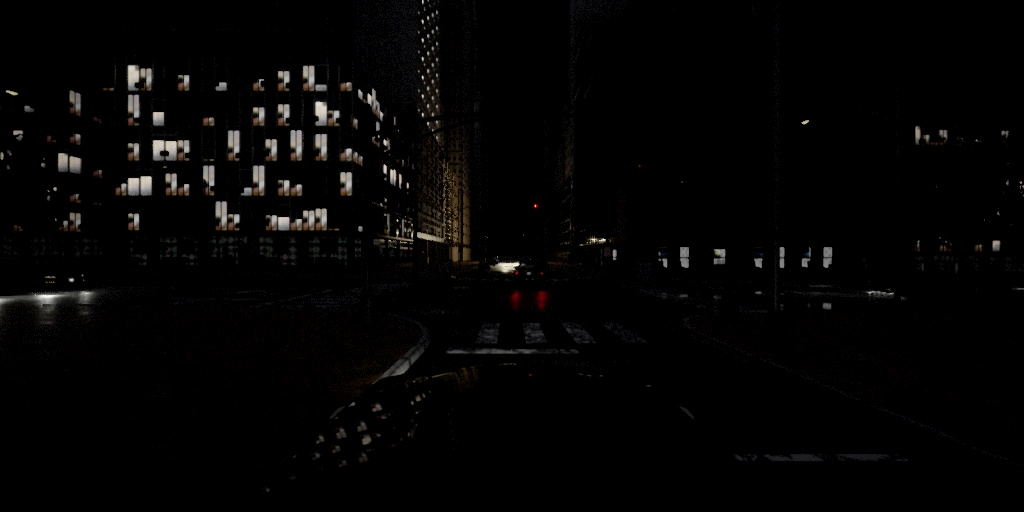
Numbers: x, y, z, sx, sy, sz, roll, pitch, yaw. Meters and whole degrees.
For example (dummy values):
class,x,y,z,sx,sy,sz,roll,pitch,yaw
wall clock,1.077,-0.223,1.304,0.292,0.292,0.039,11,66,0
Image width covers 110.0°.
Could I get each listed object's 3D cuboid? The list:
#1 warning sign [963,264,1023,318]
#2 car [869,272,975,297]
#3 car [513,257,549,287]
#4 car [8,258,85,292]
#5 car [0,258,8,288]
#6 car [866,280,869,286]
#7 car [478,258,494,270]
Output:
class,x,y,z,sx,sy,sz,roll,pitch,yaw
warning sign,17.272,1.203,12.882,1.060,1.860,1.300,0,0,-3
car,26.041,1.842,22.751,4.718,1.301,1.895,1,0,-3
car,1.192,1.121,24.625,2.097,1.767,4.553,0,0,3
car,-23.426,0.848,16.991,4.892,1.490,1.837,1,0,-3
car,-23.279,0.851,13.745,4.892,1.490,1.837,1,0,-3
car,29.191,1.844,26.151,5.357,1.411,2.033,1,0,-3
car,-4.039,1.338,52.171,1.802,1.307,4.207,0,0,0
